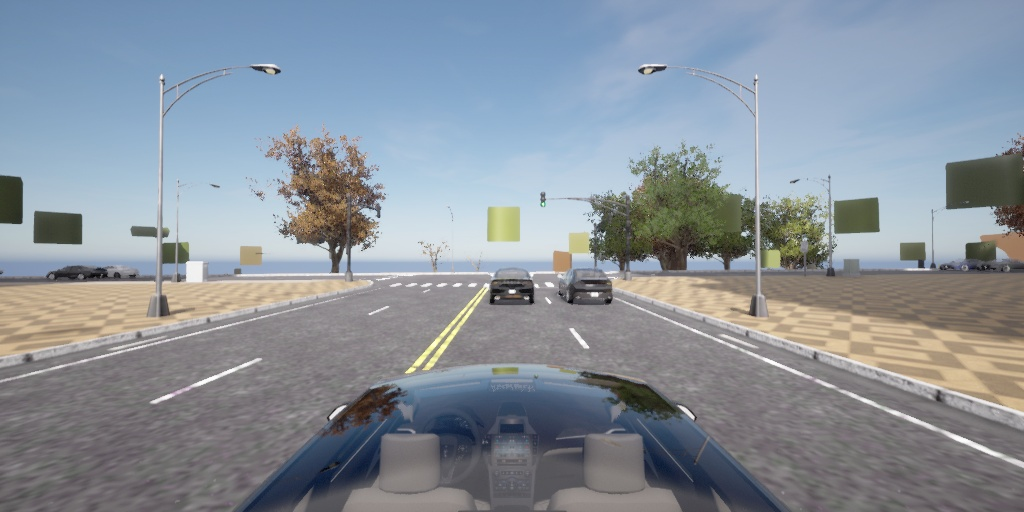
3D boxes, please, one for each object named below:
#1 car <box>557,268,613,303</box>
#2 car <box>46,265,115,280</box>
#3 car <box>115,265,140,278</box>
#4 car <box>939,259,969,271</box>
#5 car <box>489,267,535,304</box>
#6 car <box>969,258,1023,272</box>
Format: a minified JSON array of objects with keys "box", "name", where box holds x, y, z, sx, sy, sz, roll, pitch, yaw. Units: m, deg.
[{"box":[3.250,1.269,16.502,1.837,1.490,4.892,0,0,0],"name":"car"},{"box":[-43.900,1.663,36.263,4.892,1.490,1.837,-1,-1,0],"name":"car"},{"box":[-43.916,1.732,39.513,4.674,1.442,1.812,-1,-1,0],"name":"car"},{"box":[50.486,0.992,39.994,4.181,1.385,1.994,0,-1,0],"name":"car"},{"box":[0.000,1.237,16.502,1.882,1.535,5.008,0,0,0],"name":"car"},{"box":[50.502,0.939,36.744,4.181,1.385,1.994,0,-1,0],"name":"car"}]
